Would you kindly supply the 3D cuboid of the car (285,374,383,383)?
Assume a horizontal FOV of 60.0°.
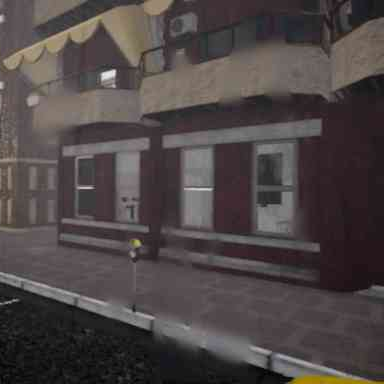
[{"bbox_3d":[2.295,1.527,1.072,4.829,1.417,1.752,0,1,36],"label":"car"}]
